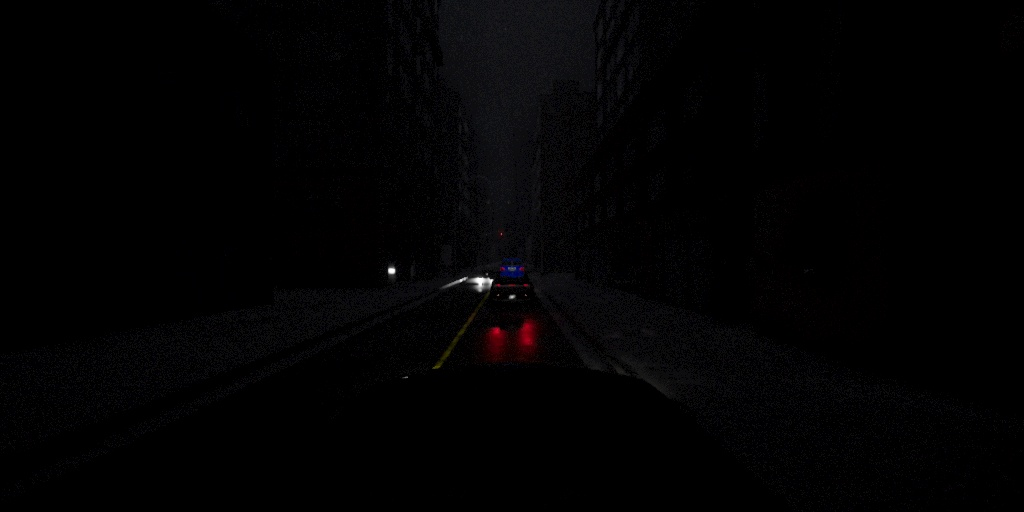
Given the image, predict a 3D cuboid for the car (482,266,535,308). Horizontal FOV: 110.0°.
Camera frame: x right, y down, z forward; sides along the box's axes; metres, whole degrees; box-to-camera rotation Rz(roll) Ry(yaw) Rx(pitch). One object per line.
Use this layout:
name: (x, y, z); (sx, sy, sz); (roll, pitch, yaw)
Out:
car: (0.009, 1.376, 16.154); (2.128, 1.511, 4.902); (0, 0, 0)

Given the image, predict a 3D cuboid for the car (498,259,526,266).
car: (0.011, 1.237, 30.860); (2.150, 2.045, 5.566); (0, 0, 0)

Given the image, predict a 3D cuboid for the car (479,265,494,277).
car: (-2.737, 1.720, 41.476); (1.895, 1.301, 4.718); (0, -1, 0)
